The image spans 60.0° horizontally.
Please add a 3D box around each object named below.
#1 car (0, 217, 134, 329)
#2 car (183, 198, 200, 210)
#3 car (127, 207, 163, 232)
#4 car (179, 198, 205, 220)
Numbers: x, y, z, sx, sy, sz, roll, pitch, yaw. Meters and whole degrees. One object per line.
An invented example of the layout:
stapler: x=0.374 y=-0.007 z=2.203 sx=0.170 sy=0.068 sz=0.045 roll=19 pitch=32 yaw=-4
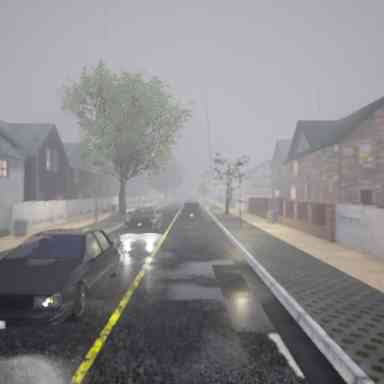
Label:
car: x=-2.869 y=1.560 z=7.524 sx=2.033 sy=1.411 sz=5.357 roll=0 pitch=0 yaw=0
car: x=-0.060 y=1.561 z=45.354 sx=2.128 sy=1.511 sz=4.902 roll=0 pitch=0 yaw=0
car: x=-2.879 y=1.595 z=20.254 sx=1.994 sy=1.385 sz=4.181 roll=0 pitch=0 yaw=0
car: x=-0.020 y=1.548 z=28.187 sx=1.837 sy=1.490 sz=4.892 roll=0 pitch=0 yaw=0
